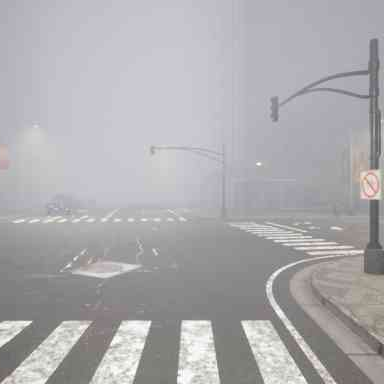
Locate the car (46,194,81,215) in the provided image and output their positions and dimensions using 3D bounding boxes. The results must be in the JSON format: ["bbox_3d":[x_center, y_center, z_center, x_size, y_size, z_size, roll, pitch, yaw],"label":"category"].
[{"bbox_3d":[-13.306,1.239,34.212,2.150,2.045,5.566,0,0,-9],"label":"car"}]

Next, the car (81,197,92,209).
[{"bbox_3d":[-14.914,1.591,44.072,1.994,1.385,4.181,0,0,-10],"label":"car"}]

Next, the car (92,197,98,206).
[{"bbox_3d":[-16.518,1.516,54.104,1.882,1.535,5.008,0,0,-9],"label":"car"}]
